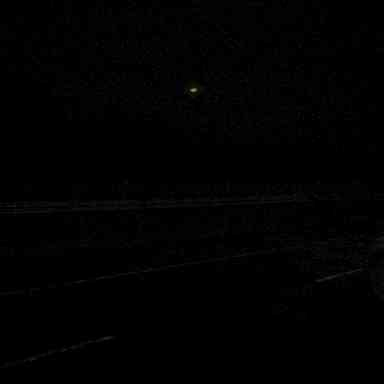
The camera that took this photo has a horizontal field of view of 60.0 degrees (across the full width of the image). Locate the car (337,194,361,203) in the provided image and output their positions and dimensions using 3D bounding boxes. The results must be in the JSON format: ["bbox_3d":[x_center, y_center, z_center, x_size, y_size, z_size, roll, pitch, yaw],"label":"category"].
[{"bbox_3d":[21.053,1.038,43.743,4.892,1.490,1.837,-1,1,-33],"label":"car"}]

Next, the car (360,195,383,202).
[{"bbox_3d":[23.161,1.089,40.939,4.181,1.385,1.994,-1,1,-33],"label":"car"}]
